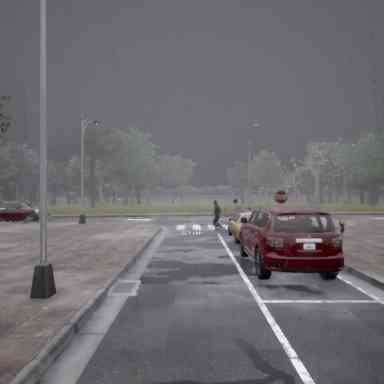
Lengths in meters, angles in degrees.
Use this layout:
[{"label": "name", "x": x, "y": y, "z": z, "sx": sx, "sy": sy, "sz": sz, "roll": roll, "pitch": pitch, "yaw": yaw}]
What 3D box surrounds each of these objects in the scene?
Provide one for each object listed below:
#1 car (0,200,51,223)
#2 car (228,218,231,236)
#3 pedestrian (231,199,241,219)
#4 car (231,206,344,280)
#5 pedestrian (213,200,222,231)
[{"label": "car", "x": -13.363, "y": 1.505, "z": 25.683, "sx": 4.553, "sy": 1.767, "sz": 2.097, "roll": -1, "pitch": 0, "yaw": 0}, {"label": "car", "x": 2.658, "y": 1.524, "z": 15.602, "sx": 1.752, "sy": 1.417, "sz": 4.829, "roll": 0, "pitch": 0, "yaw": 0}, {"label": "pedestrian", "x": 2.701, "y": 1.293, "z": 20.064, "sx": 0.375, "sy": 1.860, "sz": 0.375, "roll": 0, "pitch": 0, "yaw": 0}, {"label": "car", "x": 2.650, "y": 1.314, "z": 9.886, "sx": 2.192, "sy": 1.841, "sz": 5.009, "roll": 0, "pitch": 0, "yaw": 0}, {"label": "pedestrian", "x": 1.397, "y": 1.293, "z": 18.867, "sx": 0.375, "sy": 1.860, "sz": 0.375, "roll": 0, "pitch": 0, "yaw": 0}]
